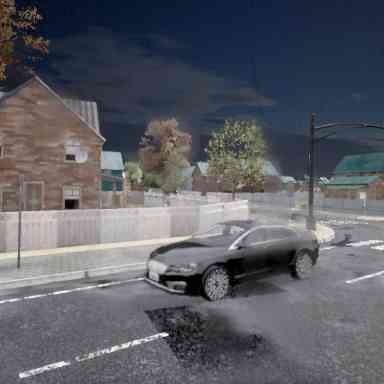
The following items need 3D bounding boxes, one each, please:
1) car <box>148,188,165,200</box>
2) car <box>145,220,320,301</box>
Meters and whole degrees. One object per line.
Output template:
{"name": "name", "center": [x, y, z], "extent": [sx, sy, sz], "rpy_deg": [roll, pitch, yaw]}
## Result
{"name": "car", "center": [-6.665, 0.335, 61.598], "extent": [2.150, 2.045, 5.566], "rpy_deg": [1, 1, -21]}
{"name": "car", "center": [1.204, 1.496, 8.389], "extent": [4.902, 1.511, 2.128], "rpy_deg": [0, 0, -35]}
